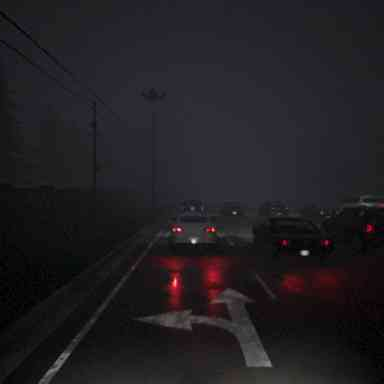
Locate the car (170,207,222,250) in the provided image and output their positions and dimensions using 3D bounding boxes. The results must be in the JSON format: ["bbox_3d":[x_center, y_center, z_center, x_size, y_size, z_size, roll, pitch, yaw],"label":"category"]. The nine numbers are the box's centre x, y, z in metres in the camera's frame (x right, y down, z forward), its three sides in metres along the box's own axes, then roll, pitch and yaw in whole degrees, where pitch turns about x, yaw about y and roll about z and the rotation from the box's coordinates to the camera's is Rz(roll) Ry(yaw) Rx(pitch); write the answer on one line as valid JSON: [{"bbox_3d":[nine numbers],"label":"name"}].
[{"bbox_3d":[0.064,1.550,14.295,1.812,1.442,4.674,0,-1,0],"label":"car"}]

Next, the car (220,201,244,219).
[{"bbox_3d":[3.559,1.576,30.088,1.812,1.442,4.674,0,0,0],"label":"car"}]

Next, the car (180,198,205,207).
[{"bbox_3d":[0.053,1.399,28.802,2.097,1.767,4.553,0,0,0],"label":"car"}]

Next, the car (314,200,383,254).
[{"bbox_3d":[7.060,1.374,13.782,2.097,1.767,4.553,0,0,0],"label":"car"}]

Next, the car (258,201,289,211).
[{"bbox_3d":[7.055,1.541,29.122,2.128,1.511,4.902,0,0,0],"label":"car"}]

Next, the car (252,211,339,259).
[{"bbox_3d":[3.554,1.622,12.661,1.895,1.301,4.718,0,0,0],"label":"car"}]

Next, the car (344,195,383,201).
[{"bbox_3d":[14.051,1.271,28.045,2.150,2.045,5.566,0,0,0],"label":"car"}]

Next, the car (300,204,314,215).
[{"bbox_3d":[10.548,1.647,27.674,1.895,1.301,4.718,0,0,0],"label":"car"}]
